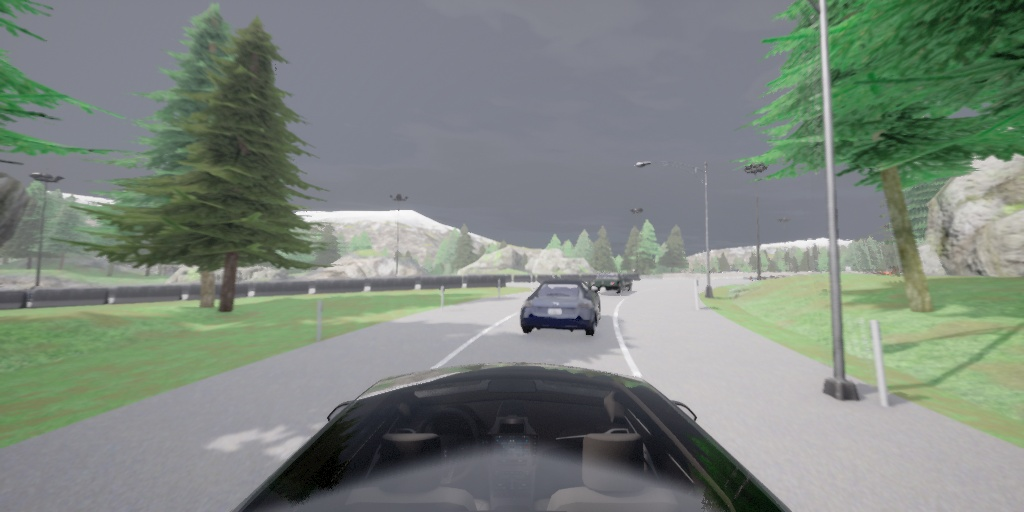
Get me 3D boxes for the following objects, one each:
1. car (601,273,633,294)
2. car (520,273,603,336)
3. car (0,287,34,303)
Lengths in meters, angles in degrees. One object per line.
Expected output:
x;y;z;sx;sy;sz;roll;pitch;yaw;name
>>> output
6.533;1.732;23.402;1.895;1.301;4.718;-1;-2;29;car
1.576;1.373;10.755;1.994;1.385;4.181;0;-1;15;car
-42.103;3.271;29.307;4.674;1.442;1.812;-2;-3;-18;car
